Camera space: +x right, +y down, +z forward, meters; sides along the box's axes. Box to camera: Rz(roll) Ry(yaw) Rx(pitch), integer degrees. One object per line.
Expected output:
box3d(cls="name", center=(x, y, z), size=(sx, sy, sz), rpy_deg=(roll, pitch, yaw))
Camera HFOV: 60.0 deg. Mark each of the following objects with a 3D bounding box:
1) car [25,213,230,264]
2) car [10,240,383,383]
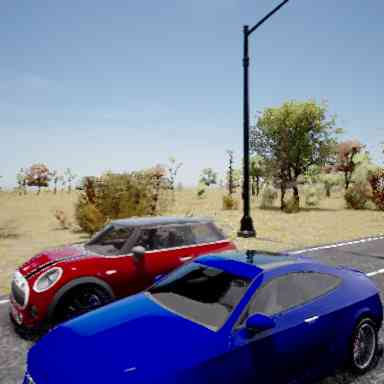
box3d(cls="car", center=(-1.141, 1.341, 6.846), size=(4.553, 1.767, 2.097), rpy_deg=(0, 0, -35))
box3d(cls="car", center=(0.548, 1.516, 4.063), size=(4.674, 1.442, 1.812), rpy_deg=(0, 0, -35))
